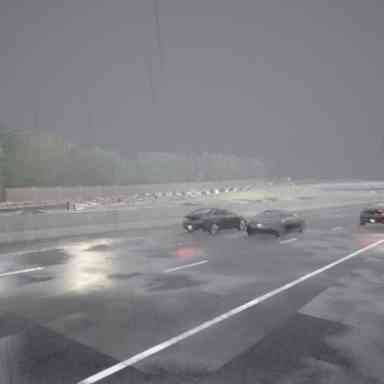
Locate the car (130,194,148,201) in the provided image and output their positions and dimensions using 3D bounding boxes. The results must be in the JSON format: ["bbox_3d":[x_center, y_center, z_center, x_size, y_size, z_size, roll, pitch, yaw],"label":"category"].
[{"bbox_3d":[-9.779,1.216,63.343,2.128,1.511,4.902,-1,2,27],"label":"car"}]

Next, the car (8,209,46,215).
[{"bbox_3d":[-12.833,2.018,25.483,1.994,1.385,4.181,-1,-1,41],"label":"car"}]

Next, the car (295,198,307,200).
[{"bbox_3d":[21.029,1.784,64.279,1.994,1.385,4.181,-1,-1,41],"label":"car"}]

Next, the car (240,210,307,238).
[{"bbox_3d":[4.842,1.705,18.797,1.994,1.385,4.181,-1,-1,41],"label":"car"}]

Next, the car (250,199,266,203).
[{"bbox_3d":[10.225,1.861,51.870,1.994,1.385,4.181,-1,0,41],"label":"car"}]

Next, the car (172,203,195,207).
[{"bbox_3d":[-1.013,1.968,38.980,2.033,1.411,5.357,-1,-1,41],"label":"car"}]

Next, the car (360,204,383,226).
[{"bbox_3d":[13.137,1.571,23.116,1.837,1.490,4.892,-1,-1,41],"label":"car"}]

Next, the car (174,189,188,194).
[{"bbox_3d":[-2.383,0.120,77.225,1.837,1.490,4.892,-1,2,29],"label":"car"}]

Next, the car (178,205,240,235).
[{"bbox_3d":[1.496,1.707,20.290,1.837,1.490,4.892,-1,-1,41],"label":"car"}]

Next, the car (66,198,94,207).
[{"bbox_3d":[-16.437,1.702,49.308,1.882,1.535,5.008,-1,1,24],"label":"car"}]
